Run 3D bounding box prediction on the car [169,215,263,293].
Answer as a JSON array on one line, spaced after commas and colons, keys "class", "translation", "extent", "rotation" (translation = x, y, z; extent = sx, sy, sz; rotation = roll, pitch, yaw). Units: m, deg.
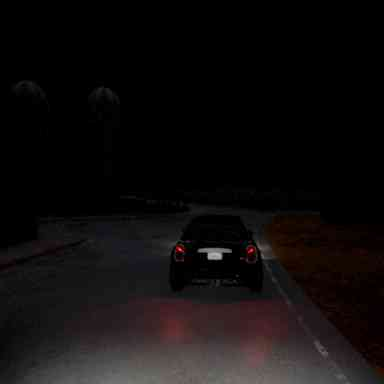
[{"class": "car", "translation": [0.731, 1.422, 9.294], "extent": [2.097, 1.767, 4.553], "rotation": [0, -1, 6]}]
